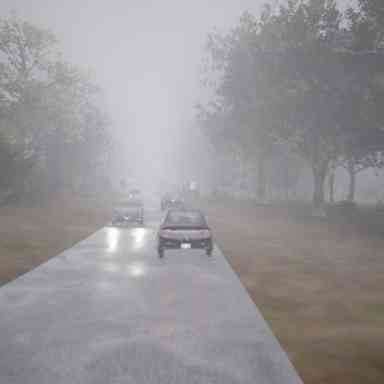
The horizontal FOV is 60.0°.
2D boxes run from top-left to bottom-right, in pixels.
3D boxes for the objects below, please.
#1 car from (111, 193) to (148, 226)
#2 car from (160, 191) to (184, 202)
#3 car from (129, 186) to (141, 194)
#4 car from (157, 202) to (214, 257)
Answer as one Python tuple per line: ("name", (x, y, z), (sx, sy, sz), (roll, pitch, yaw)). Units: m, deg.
("car", (-3.783, 1.127, 20.590), (1.837, 1.490, 4.892), (2, 2, -5))
("car", (-1.890, 0.683, 30.881), (2.097, 1.767, 4.553), (2, 2, -7))
("car", (-10.655, -0.353, 62.160), (1.882, 1.535, 5.008), (2, 1, -14))
("car", (-0.304, 1.386, 12.560), (2.128, 1.511, 4.902), (0, 1, -3))
